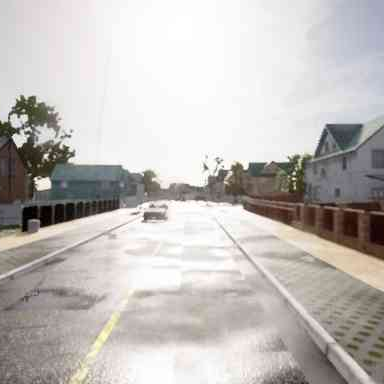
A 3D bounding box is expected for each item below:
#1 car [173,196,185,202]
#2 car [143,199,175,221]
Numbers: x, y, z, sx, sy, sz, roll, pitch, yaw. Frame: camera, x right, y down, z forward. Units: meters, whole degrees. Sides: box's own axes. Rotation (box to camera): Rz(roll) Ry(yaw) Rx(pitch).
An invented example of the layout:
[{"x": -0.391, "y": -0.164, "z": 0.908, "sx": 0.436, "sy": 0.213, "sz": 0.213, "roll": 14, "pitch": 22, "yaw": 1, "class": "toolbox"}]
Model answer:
[{"x": -3.071, "y": 1.731, "z": 87.774, "sx": 2.097, "sy": 1.767, "sz": 4.553, "roll": 0, "pitch": -1, "yaw": -9, "class": "car"}, {"x": -2.829, "y": 1.574, "z": 27.570, "sx": 2.033, "sy": 1.411, "sz": 5.357, "roll": 0, "pitch": 0, "yaw": 0, "class": "car"}]
